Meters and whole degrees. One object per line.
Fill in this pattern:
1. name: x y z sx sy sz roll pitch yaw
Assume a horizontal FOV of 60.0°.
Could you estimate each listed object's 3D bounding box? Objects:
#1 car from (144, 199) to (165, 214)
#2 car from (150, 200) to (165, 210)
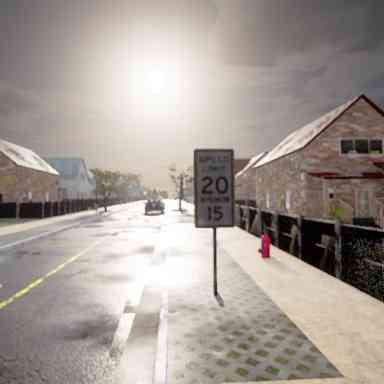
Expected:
1. car: -4.369 1.564 38.945 2.097 1.767 4.553 -1 0 -3
2. car: -5.028 1.854 49.178 1.994 1.385 4.181 -1 0 -3
